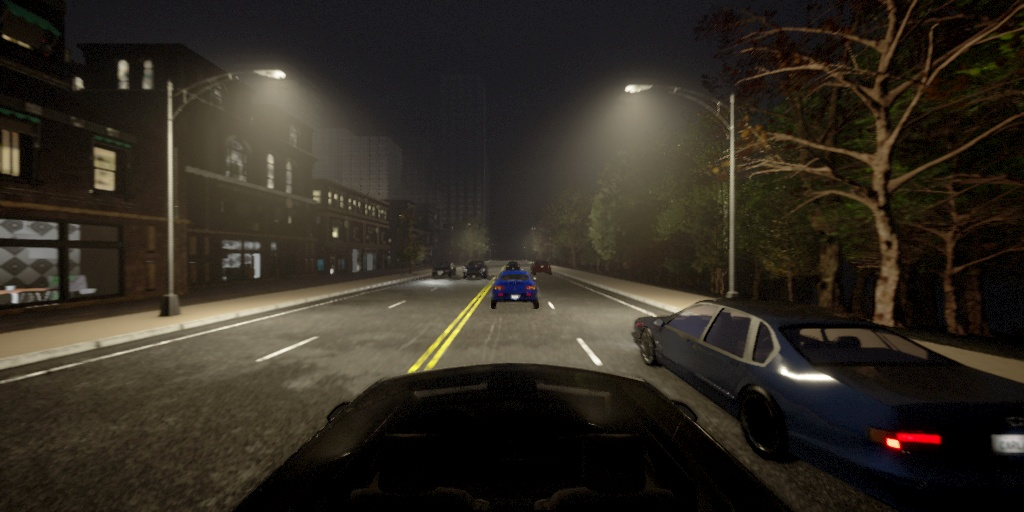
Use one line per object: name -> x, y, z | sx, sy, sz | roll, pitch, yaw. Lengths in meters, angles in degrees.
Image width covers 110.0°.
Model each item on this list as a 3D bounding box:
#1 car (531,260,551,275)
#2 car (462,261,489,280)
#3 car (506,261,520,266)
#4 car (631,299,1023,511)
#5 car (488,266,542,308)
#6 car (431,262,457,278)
car -> 3.364, 1.252, 42.099 | 2.097, 1.767, 4.553 | 0, 0, 0
car -> -3.328, 1.222, 33.462 | 2.097, 1.767, 4.553 | 0, 0, 0
car -> 0.117, 1.447, 48.359 | 1.812, 1.442, 4.674 | 0, 0, 0
car -> 3.350, 1.310, 4.908 | 2.033, 1.411, 5.357 | 0, 0, 0
car -> 0.106, 1.328, 15.448 | 1.812, 1.442, 4.674 | 0, 0, 0
car -> -6.576, 1.367, 35.232 | 2.128, 1.511, 4.902 | 0, 0, 0
